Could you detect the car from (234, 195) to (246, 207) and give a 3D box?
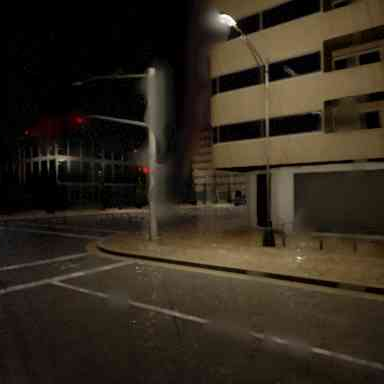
[{"bbox_3d":[9.454,1.514,58.691,2.150,2.045,5.566,-1,-1,36],"label":"car"}]
